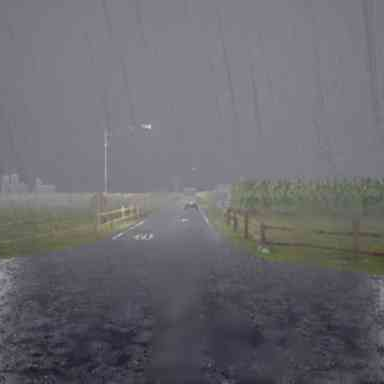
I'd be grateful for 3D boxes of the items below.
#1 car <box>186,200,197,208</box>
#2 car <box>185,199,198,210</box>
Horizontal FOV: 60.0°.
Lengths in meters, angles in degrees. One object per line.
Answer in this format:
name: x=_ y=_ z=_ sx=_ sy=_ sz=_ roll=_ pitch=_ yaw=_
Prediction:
car: x=-0.118 y=2.178 z=63.120 sx=1.994 sy=1.385 sz=4.181 roll=0 pitch=-1 yaw=0
car: x=-0.101 y=1.872 z=53.053 sx=2.097 sy=1.767 sz=4.553 roll=0 pitch=-1 yaw=0
